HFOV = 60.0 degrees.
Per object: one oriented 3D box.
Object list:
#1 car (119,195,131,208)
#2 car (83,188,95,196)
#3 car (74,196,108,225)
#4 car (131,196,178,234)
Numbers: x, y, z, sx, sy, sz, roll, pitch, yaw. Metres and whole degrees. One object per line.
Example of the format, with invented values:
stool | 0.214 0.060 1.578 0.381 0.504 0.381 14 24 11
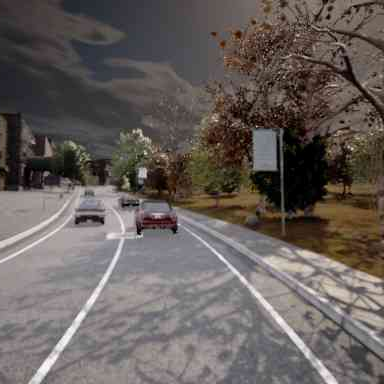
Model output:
car | -6.744 1.019 35.493 1.895 1.301 4.718 1 1 -18
car | -18.782 0.042 60.784 1.837 1.490 4.892 1 1 -18
car | -6.564 1.273 21.862 2.033 1.411 5.357 1 1 -14
car | -2.120 1.206 18.563 2.097 1.767 4.553 1 1 -11
